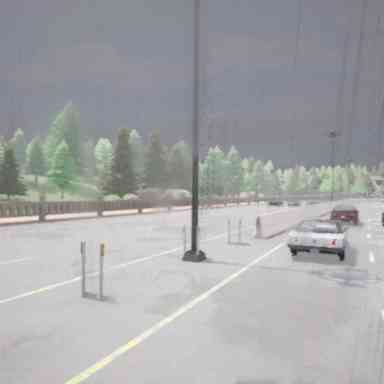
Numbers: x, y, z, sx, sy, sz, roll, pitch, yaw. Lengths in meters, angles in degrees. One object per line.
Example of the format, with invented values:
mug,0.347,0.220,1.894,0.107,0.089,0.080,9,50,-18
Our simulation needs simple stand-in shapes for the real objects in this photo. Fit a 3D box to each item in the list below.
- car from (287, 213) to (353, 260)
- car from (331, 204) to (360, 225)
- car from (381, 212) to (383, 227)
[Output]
car,5.172,1.721,13.208,1.895,1.301,4.718,0,0,27
car,12.565,1.744,27.236,1.882,1.535,5.008,0,0,29
car,15.168,1.879,24.703,1.895,1.301,4.718,0,0,29
